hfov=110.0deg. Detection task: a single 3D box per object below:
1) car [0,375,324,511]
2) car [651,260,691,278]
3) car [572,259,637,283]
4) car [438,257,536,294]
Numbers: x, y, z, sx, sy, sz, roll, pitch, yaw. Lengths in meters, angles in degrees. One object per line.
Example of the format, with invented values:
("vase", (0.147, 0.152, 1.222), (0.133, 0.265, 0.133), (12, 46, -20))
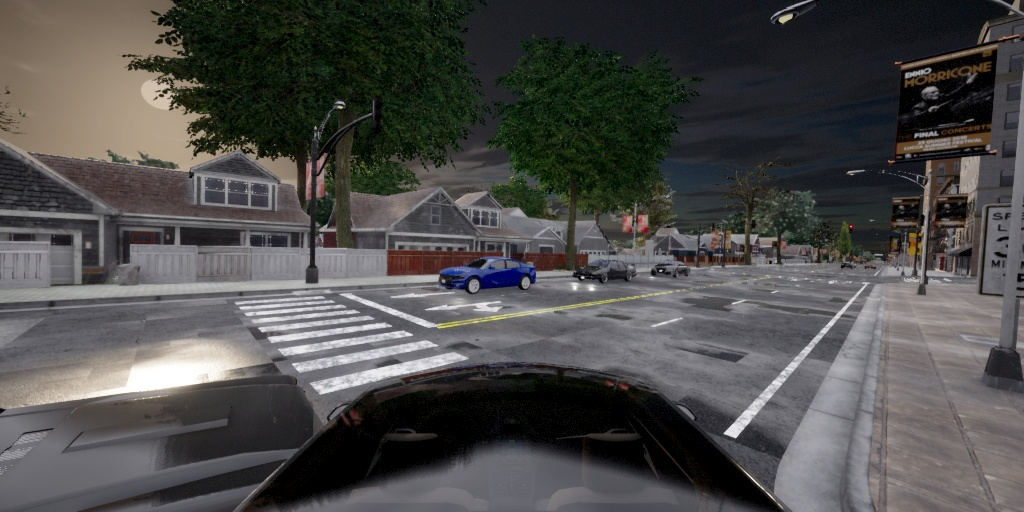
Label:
("car", (-3.316, 1.277, 1.382), (4.718, 1.301, 1.895), (1, 2, -34))
("car", (13.446, 1.022, 30.292), (4.181, 1.385, 1.994), (1, 2, -44))
("car", (6.200, 0.929, 23.421), (5.357, 1.411, 2.033), (1, 2, -44))
("car", (-1.013, 0.787, 16.551), (5.008, 1.535, 1.882), (1, 2, -44))
